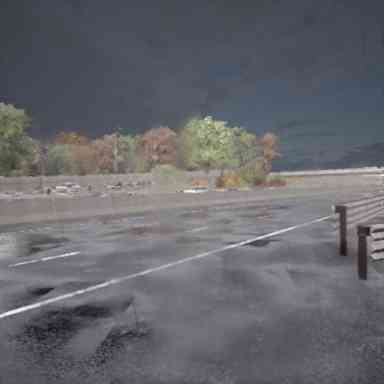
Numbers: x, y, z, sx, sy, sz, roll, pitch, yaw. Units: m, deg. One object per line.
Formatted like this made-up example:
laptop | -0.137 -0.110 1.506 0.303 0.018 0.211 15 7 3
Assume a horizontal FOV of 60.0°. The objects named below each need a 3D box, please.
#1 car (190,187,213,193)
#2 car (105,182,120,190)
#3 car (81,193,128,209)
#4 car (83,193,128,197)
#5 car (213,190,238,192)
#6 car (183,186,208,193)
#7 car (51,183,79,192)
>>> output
car | 2.465 0.404 49.921 2.128 1.511 4.902 0 1 38
car | -17.601 -1.338 72.711 2.097 1.767 4.553 -1 4 19
car | -9.098 0.887 34.885 1.812 1.442 4.674 0 1 37
car | -7.391 0.875 31.377 2.128 1.511 4.902 0 1 38
car | 5.785 0.419 48.485 2.033 1.411 5.357 0 1 38
car | 0.829 0.111 53.521 2.150 2.045 5.566 0 1 38
car | -22.123 -0.533 58.360 2.150 2.045 5.566 -1 3 17
